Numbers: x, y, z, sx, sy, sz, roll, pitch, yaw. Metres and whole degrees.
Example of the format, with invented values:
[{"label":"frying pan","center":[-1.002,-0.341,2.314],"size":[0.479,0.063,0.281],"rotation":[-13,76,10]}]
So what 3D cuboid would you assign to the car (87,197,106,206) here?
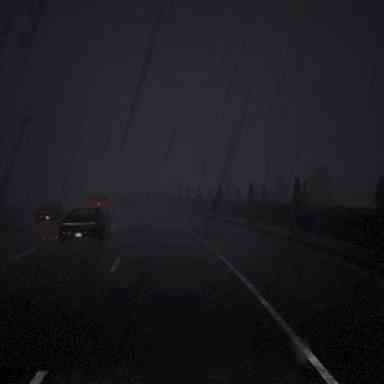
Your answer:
[{"label":"car","center":[-16.824,1.575,58.522],"size":[1.837,1.490,4.892],"rotation":[0,0,-33]}]

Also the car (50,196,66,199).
[{"label":"car","center":[-29.528,1.552,73.048],"size":[1.895,1.301,4.718],"rotation":[0,0,-44]}]

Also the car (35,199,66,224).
[{"label":"car","center":[-10.671,1.544,25.483],"size":[1.837,1.490,4.892],"rotation":[0,0,-15]}]

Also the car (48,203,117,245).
[{"label":"car","center":[-4.968,1.512,15.816],"size":[2.128,1.511,4.902],"rotation":[0,0,-9]}]

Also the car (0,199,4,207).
[{"label":"car","center":[-23.251,1.427,38.798],"size":[2.097,1.767,4.553],"rotation":[0,0,-26]}]

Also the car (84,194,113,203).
[{"label":"car","center":[-9.898,1.263,34.648],"size":[2.150,2.045,5.566],"rotation":[0,0,-20]}]

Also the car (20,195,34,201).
[{"label":"car","center":[-41.762,1.494,84.118],"size":[4.892,1.490,1.837],"rotation":[0,0,37]}]

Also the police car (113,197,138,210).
[{"label":"police car","center":[-8.440,1.469,43.216],"size":[1.930,1.638,5.238],"rotation":[0,0,-24]}]

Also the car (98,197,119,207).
[{"label":"car","center":[-13.373,1.537,52.906],"size":[1.882,1.535,5.008],"rotation":[0,0,-30]}]
